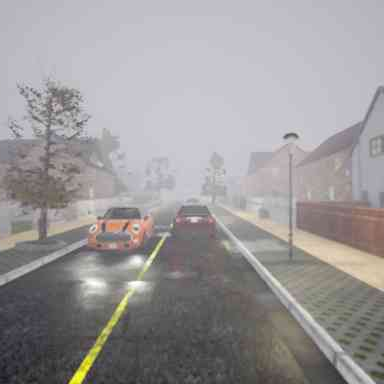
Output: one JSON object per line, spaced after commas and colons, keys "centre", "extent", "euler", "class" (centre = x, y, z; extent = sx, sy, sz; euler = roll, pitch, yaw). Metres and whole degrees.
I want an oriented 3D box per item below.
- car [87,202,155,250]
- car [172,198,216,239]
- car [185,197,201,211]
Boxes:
{"centre": [-2.843, 1.350, 14.176], "extent": [2.097, 1.767, 4.553], "euler": [0, 0, 0], "class": "car"}
{"centre": [0.107, 1.350, 17.546], "extent": [2.097, 1.767, 4.553], "euler": [0, 0, 0], "class": "car"}
{"centre": [0.116, 1.473, 42.545], "extent": [1.882, 1.535, 5.008], "euler": [0, 0, 0], "class": "car"}
